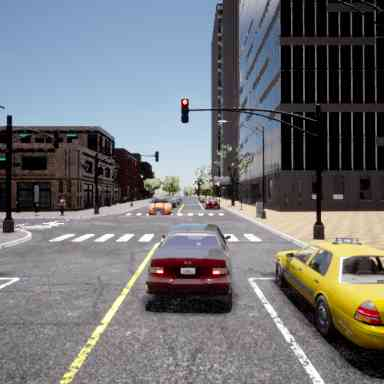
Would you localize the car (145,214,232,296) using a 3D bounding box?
[{"bbox_3d":[0.073,1.550,8.835,2.033,1.411,5.357,0,0,3],"label":"car"}]

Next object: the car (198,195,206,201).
[{"bbox_3d":[2.679,1.578,88.441,1.887,1.381,4.507,1,0,0],"label":"car"}]

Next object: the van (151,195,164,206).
[{"bbox_3d":[-5.690,1.361,55.244,1.690,1.788,3.998,1,0,0],"label":"van"}]

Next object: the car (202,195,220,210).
[{"bbox_3d":[2.691,1.455,44.162,1.967,1.590,4.097,1,0,0],"label":"car"}]

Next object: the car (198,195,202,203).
[{"bbox_3d":[2.683,1.552,72.007,1.752,1.417,4.829,1,0,0],"label":"car"}]

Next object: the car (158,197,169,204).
[{"bbox_3d":[-5.697,1.606,66.312,1.802,1.307,4.206,1,0,0],"label":"car"}]

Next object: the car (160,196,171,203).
[{"bbox_3d":[-5.698,1.593,71.847,1.947,1.339,4.313,1,0,0],"label":"car"}]

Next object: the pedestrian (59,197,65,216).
[{"bbox_3d":[-12.553,1.368,32.153,0.375,1.860,0.375,0,0,1],"label":"pedestrian"}]

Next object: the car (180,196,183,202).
[{"bbox_3d":[-3.088,1.512,59.772,2.128,1.511,4.902,0,0,0],"label":"car"}]

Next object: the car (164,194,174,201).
[{"bbox_3d":[-5.697,1.346,82.915,2.192,1.841,5.009,1,0,0],"label":"car"}]

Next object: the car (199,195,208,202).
[{"bbox_3d":[2.682,1.554,77.541,1.752,1.417,4.829,1,0,0],"label":"car"}]

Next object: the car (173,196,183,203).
[{"bbox_3d":[-3.019,1.554,73.848,2.033,1.411,5.357,0,0,0],"label":"car"}]

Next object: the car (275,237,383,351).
[{"bbox_3d":[2.837,1.527,6.384,1.752,1.417,4.829,1,0,0],"label":"car"}]

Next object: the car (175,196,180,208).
[{"bbox_3d":[-3.107,1.618,47.834,1.895,1.301,4.718,0,0,0],"label":"car"}]

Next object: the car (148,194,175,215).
[{"bbox_3d":[-3.108,1.362,33.255,2.097,1.767,4.553,0,0,0],"label":"car"}]
